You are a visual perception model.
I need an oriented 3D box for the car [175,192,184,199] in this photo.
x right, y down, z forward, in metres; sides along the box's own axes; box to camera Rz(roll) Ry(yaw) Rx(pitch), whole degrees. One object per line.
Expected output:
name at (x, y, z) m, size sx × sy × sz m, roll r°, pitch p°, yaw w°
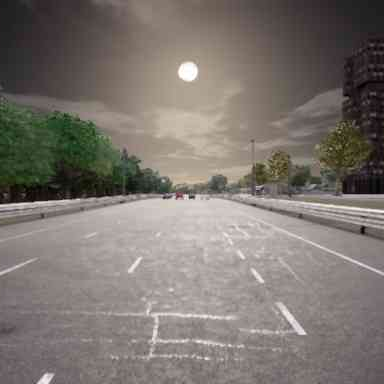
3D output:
car at (-3.504, 1.039, 93.012) m, size 2.150 × 2.045 × 5.566 m, roll 0°, pitch 0°, yaw 0°

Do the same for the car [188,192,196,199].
car at (-0.004, 1.314, 92.981) m, size 1.837 × 1.490 × 4.892 m, roll 0°, pitch 0°, yaw 0°

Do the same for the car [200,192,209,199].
car at (3.496, 1.039, 93.012) m, size 2.150 × 2.045 × 5.566 m, roll 0°, pitch 0°, yaw 0°

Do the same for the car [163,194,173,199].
car at (-7.004, 1.291, 92.981) m, size 1.882 × 1.535 × 5.008 m, roll 0°, pitch 0°, yaw 0°
